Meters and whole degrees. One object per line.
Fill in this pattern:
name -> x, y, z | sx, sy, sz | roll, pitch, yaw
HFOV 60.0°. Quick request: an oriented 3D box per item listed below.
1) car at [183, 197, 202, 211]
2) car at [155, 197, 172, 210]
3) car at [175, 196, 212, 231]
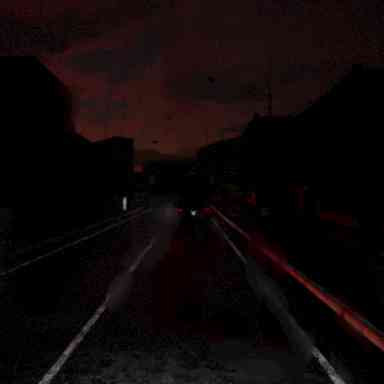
car -> 0.055, 1.421, 41.142 | 2.128, 1.511, 4.902 | 0, 1, 0
car -> -3.637, 1.390, 42.675 | 1.882, 1.535, 5.008 | 0, 1, 0
car -> 0.081, 1.266, 21.187 | 2.150, 2.045, 5.566 | 0, 0, 0
